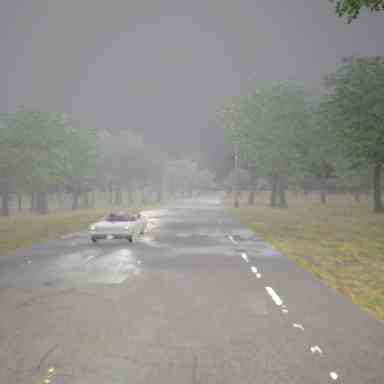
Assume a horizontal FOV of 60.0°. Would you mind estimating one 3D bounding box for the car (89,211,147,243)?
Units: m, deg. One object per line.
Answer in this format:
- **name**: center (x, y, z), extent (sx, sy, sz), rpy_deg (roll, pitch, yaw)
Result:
- **car**: center (-3.443, 1.606, 16.211), extent (1.895, 1.301, 4.718), rpy_deg (0, 0, 1)
